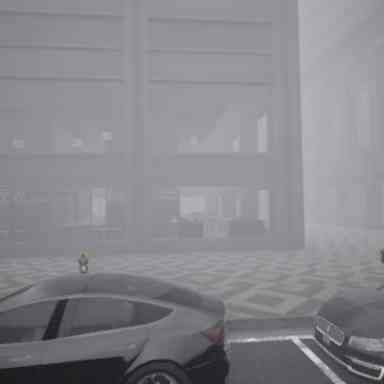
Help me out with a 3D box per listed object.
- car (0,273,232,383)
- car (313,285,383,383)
[{"bbox_3d":[-1.677,1.740,3.989,4.313,1.339,1.947,-1,-2,-6],"label":"car"},{"bbox_3d":[3.927,1.673,4.587,4.403,1.369,2.008,-1,-2,-6],"label":"car"}]
